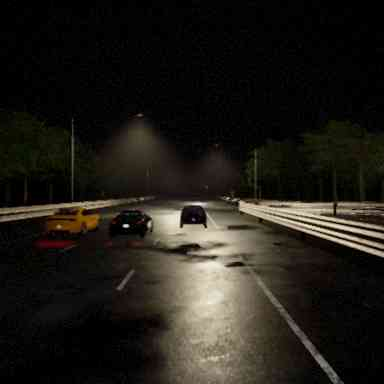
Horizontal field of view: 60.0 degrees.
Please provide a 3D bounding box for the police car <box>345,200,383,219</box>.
[{"bbox_3d":[16.214,1.505,29.848,1.930,1.638,5.238,0,-2,-29],"label":"police car"}]

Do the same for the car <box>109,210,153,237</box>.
[{"bbox_3d":[-3.402,1.740,19.140,1.994,1.385,4.181,0,0,0],"label":"car"}]

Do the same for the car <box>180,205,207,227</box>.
[{"bbox_3d":[0.103,1.695,24.634,1.882,1.535,5.008,0,0,0],"label":"car"}]

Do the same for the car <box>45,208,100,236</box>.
[{"bbox_3d":[-6.897,1.659,19.738,1.882,1.535,5.008,0,0,0],"label":"car"}]
